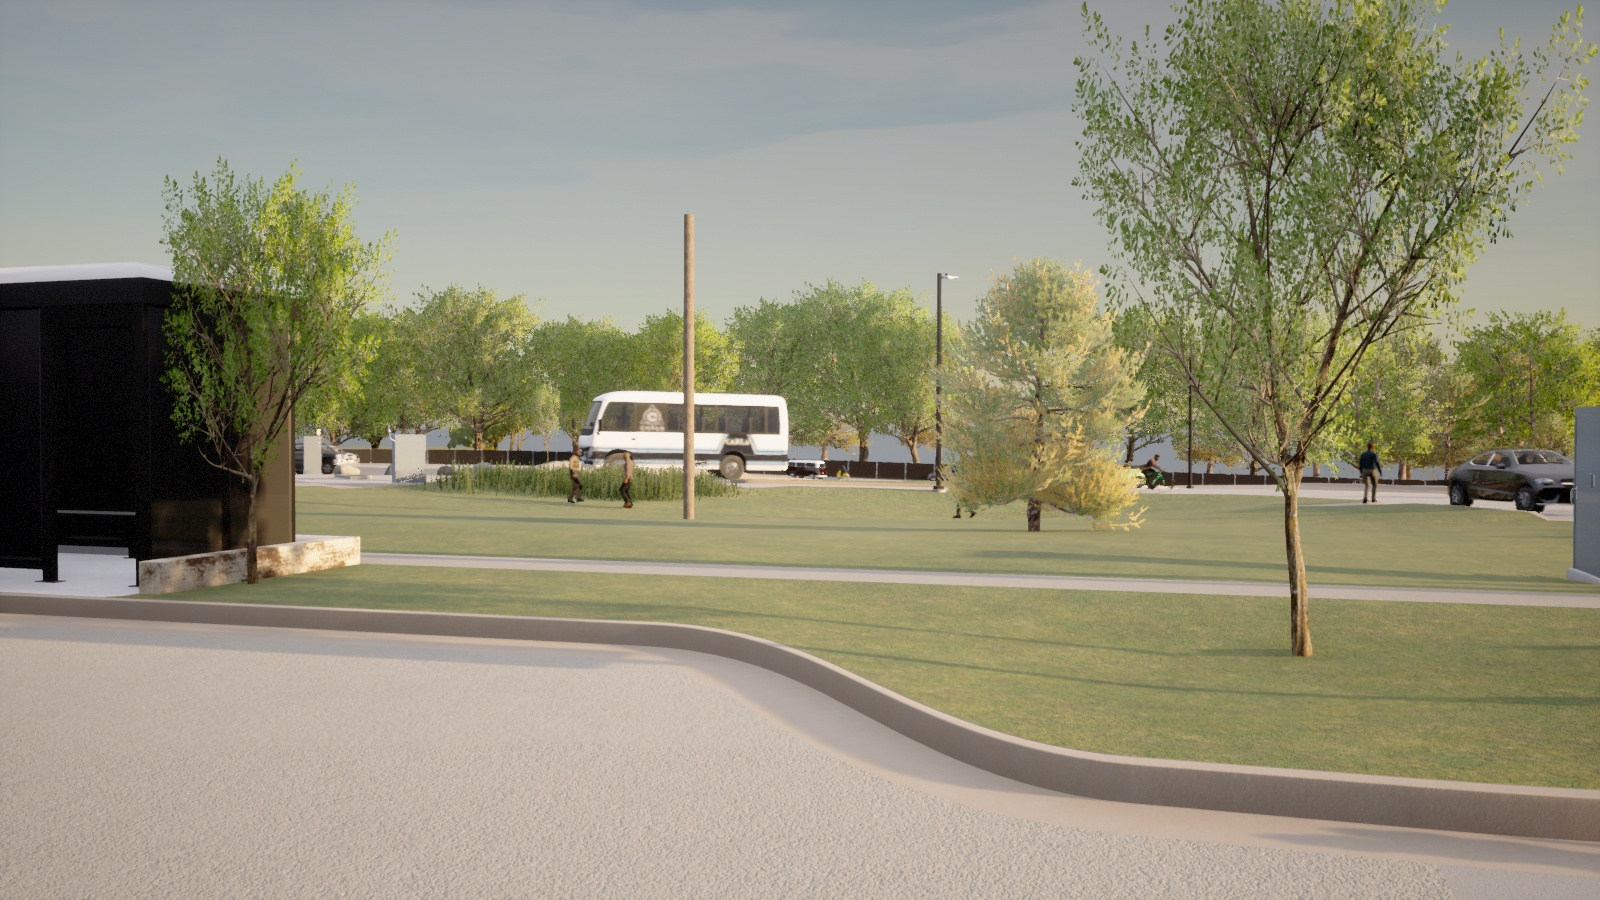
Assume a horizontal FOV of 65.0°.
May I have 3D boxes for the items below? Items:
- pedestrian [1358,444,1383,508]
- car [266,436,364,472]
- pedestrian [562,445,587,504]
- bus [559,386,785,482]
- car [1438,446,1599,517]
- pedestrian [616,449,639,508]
[{"bbox_3d":[16.440,0.743,36.175,0.726,1.835,0.370,0,1,-43],"label":"pedestrian"},{"bbox_3d":[-26.070,0.234,67.576,4.605,1.855,1.932,0,-2,15],"label":"car"},{"bbox_3d":[-7.447,0.799,41.498,0.692,1.930,0.396,1,1,9],"label":"pedestrian"},{"bbox_3d":[-6.288,-0.750,61.544,10.273,4.253,3.944,1,1,-19],"label":"bus"},{"bbox_3d":[18.514,0.771,31.888,2.152,1.651,5.027,1,-1,1],"label":"car"},{"bbox_3d":[-5.503,0.903,40.038,0.634,1.846,0.331,1,1,12],"label":"pedestrian"}]
